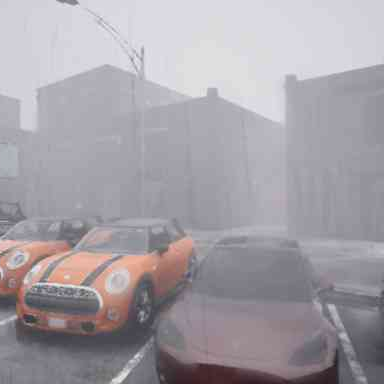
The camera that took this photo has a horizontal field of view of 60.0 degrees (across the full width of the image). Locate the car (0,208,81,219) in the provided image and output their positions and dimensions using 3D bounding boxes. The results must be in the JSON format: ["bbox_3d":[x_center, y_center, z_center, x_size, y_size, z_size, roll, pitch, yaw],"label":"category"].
[{"bbox_3d":[-3.837,1.430,8.894,2.185,1.767,4.553,0,-1,16],"label":"car"}]

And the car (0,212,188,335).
[{"bbox_3d":[-1.399,1.404,7.143,2.185,1.767,4.553,0,-1,16],"label":"car"}]

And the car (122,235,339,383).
[{"bbox_3d":[1.020,1.533,5.332,2.163,1.488,4.792,0,-1,16],"label":"car"}]

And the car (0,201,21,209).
[{"bbox_3d":[-8.714,1.357,12.347,2.435,2.045,5.566,0,-1,16],"label":"car"}]

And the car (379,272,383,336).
[{"bbox_3d":[3.469,1.519,3.614,2.002,1.452,4.674,0,-1,16],"label":"car"}]
